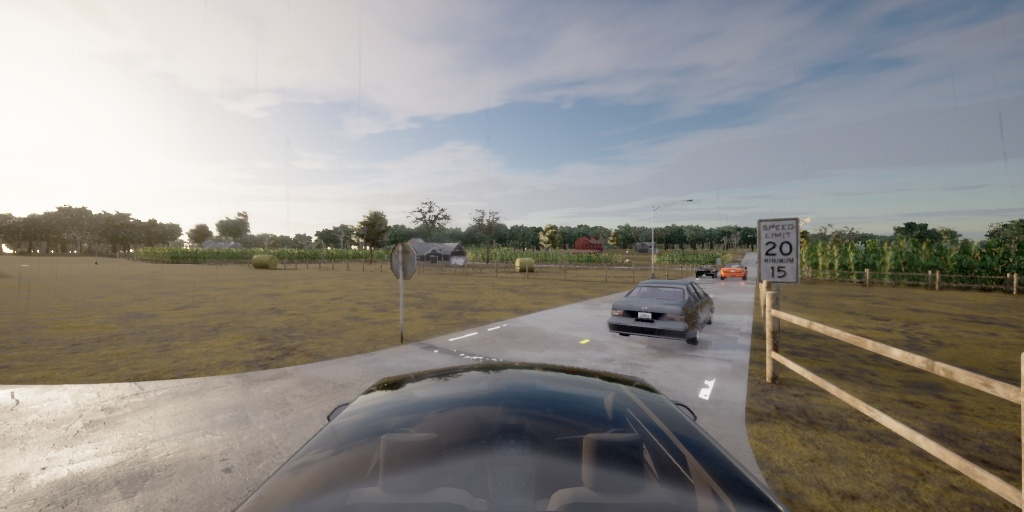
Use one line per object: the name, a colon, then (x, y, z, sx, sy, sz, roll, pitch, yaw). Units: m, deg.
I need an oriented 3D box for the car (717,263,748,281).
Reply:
car: (22.291, 1.480, 35.966, 2.097, 1.767, 4.553, 0, -1, 35)

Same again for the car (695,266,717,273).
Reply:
car: (21.912, 1.797, 40.374, 1.895, 1.301, 4.718, 0, -1, 34)

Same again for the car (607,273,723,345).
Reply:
car: (4.280, 1.340, 9.802, 2.033, 1.411, 5.357, 0, 0, 34)
